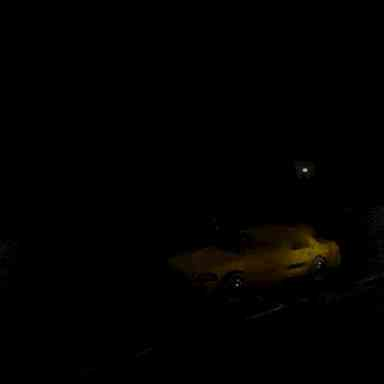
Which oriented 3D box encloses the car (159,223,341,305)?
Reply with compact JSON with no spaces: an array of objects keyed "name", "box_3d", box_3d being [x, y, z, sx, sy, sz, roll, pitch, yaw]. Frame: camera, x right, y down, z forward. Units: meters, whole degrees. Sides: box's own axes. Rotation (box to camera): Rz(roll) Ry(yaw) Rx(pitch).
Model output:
[{"name":"car","box_3d":[1.575,1.457,7.898,4.829,1.417,1.752,-1,0,-34]}]
